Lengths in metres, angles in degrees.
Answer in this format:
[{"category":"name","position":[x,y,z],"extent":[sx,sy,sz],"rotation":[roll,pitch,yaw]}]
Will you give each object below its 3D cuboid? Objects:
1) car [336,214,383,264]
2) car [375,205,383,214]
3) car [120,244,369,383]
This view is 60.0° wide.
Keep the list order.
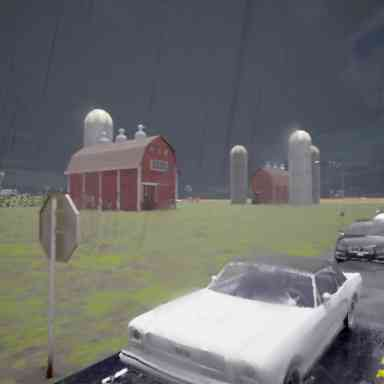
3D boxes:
[{"category":"car","position":[6.906,1.817,12.741],"extent":[1.837,1.490,4.892],"rotation":[-1,-2,37]},{"category":"car","position":[13.166,1.726,21.155],"extent":[2.150,2.045,5.566],"rotation":[-1,-2,36]},{"category":"car","position":[1.211,1.738,5.126],"extent":[1.895,1.301,4.718],"rotation":[-1,-2,36]}]
